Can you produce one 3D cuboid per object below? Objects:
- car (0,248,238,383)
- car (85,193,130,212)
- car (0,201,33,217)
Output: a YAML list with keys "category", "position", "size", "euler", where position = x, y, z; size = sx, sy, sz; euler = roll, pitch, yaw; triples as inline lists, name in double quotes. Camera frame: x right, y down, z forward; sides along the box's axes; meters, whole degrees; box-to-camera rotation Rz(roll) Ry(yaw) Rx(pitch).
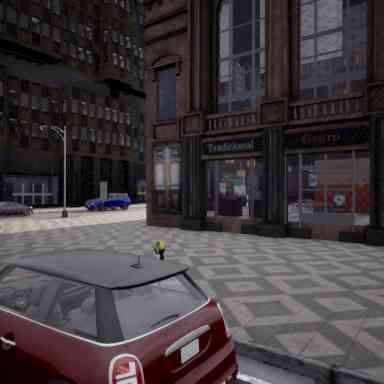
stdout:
- category: "car"
  position: [-1.596, 1.440, 4.098]
  size: [4.097, 1.590, 1.967]
  euler: [0, 0, 35]
- category: "car"
  position: [-9.651, 1.161, 38.555]
  size: [2.150, 2.045, 5.566]
  euler: [0, 0, 35]
- category: "car"
  position: [-16.268, 1.527, 29.189]
  size: [1.994, 1.385, 4.181]
  euler: [0, 0, 35]
